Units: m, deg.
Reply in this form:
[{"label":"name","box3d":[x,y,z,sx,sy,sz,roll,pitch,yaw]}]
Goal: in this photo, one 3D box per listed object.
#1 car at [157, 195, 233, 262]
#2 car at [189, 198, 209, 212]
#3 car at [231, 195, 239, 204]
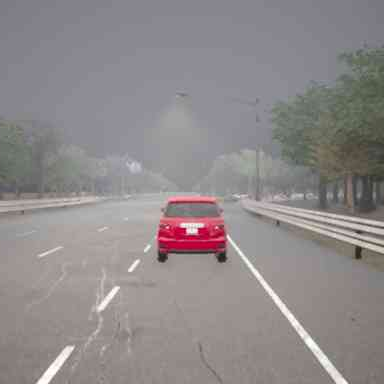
[{"label":"car","box3d":[0.005,1.187,12.134,2.150,2.045,5.566,0,0,0]},{"label":"car","box3d":[0.850,1.427,38.004,1.812,1.442,4.674,0,0,7]},{"label":"car","box3d":[7.307,1.324,61.156,2.128,1.511,4.902,0,0,24]}]
